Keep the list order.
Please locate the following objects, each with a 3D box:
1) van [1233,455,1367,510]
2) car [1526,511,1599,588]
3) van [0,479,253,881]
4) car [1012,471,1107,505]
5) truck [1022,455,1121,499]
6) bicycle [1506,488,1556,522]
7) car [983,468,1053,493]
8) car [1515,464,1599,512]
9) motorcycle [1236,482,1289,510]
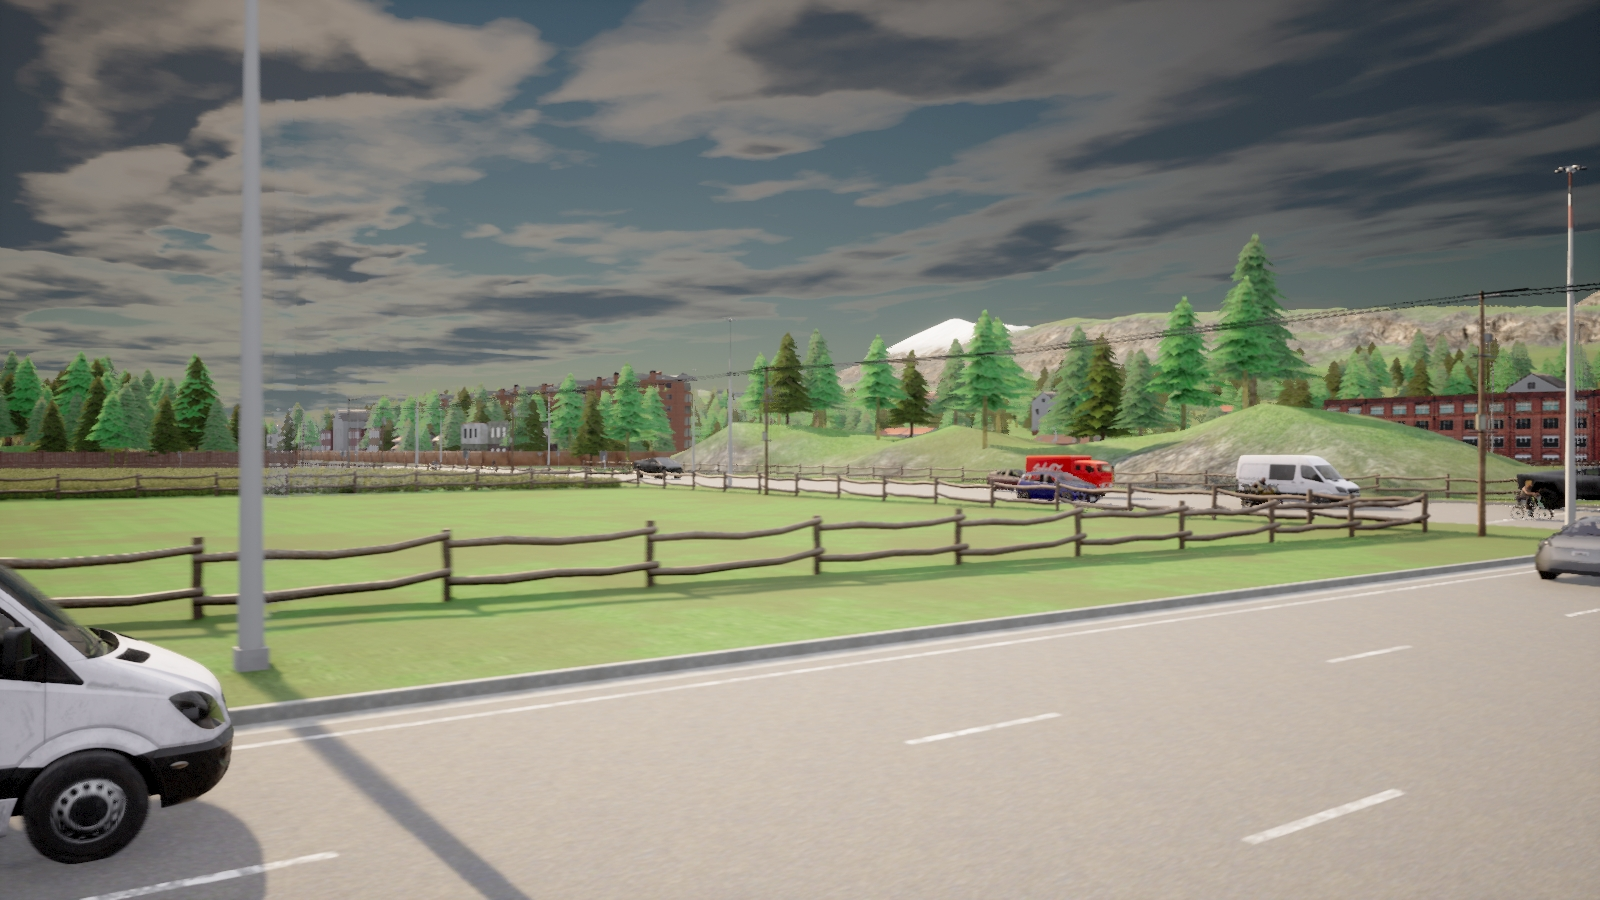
[{"bbox_3d":[24.788,1.536,56.902,1.988,2.561,5.915,0,0,-36],"label":"van"},{"bbox_3d":[17.820,2.119,24.893,4.181,1.385,1.994,0,0,-36],"label":"car"},{"bbox_3d":[-6.981,1.535,7.446,5.915,2.561,1.988,0,0,-35],"label":"van"},{"bbox_3d":[13.662,1.970,60.383,2.242,1.667,4.611,0,0,-36],"label":"car"},{"bbox_3d":[16.171,1.567,68.325,2.627,2.467,5.204,0,0,-39],"label":"truck"},{"bbox_3d":[29.019,2.159,45.353,0.859,1.276,1.487,1,-1,-41],"label":"bicycle"},{"bbox_3d":[14.642,2.043,76.989,2.007,1.525,4.514,0,0,-36],"label":"car"},{"bbox_3d":[36.815,1.755,52.484,2.390,2.098,6.274,0,0,-39],"label":"car"},{"bbox_3d":[22.104,2.207,54.649,0.867,1.251,2.209,0,0,-36],"label":"motorcycle"}]
